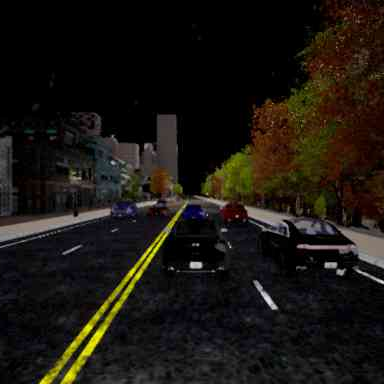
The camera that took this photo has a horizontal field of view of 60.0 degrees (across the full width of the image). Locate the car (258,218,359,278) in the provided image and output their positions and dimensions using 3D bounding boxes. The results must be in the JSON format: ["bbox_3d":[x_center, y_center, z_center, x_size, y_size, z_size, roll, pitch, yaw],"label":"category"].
[{"bbox_3d":[3.357,1.574,10.449,2.128,1.511,4.902,0,0,0],"label":"car"}]

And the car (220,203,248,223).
[{"bbox_3d":[3.387,1.686,27.346,1.882,1.535,5.008,0,0,0],"label":"car"}]

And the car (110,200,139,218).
[{"bbox_3d":[-6.544,1.587,32.506,2.097,1.767,4.553,0,0,0],"label":"car"}]

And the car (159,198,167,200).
[{"bbox_3d":[-6.384,2.010,72.887,2.033,1.411,5.357,0,0,0],"label":"car"}]

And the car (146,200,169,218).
[{"bbox_3d":[-3.293,1.804,32.715,1.994,1.385,4.181,0,0,0],"label":"car"}]

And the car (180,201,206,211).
[{"bbox_3d":[0.136,1.726,26.792,1.812,1.442,4.674,0,0,0],"label":"car"}]

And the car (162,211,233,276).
[{"bbox_3d":[0.108,1.585,10.647,1.837,1.490,4.892,0,0,0],"label":"car"}]

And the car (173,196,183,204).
[{"bbox_3d":[-3.130,1.752,75.133,2.097,1.767,4.553,0,0,0],"label":"car"}]
